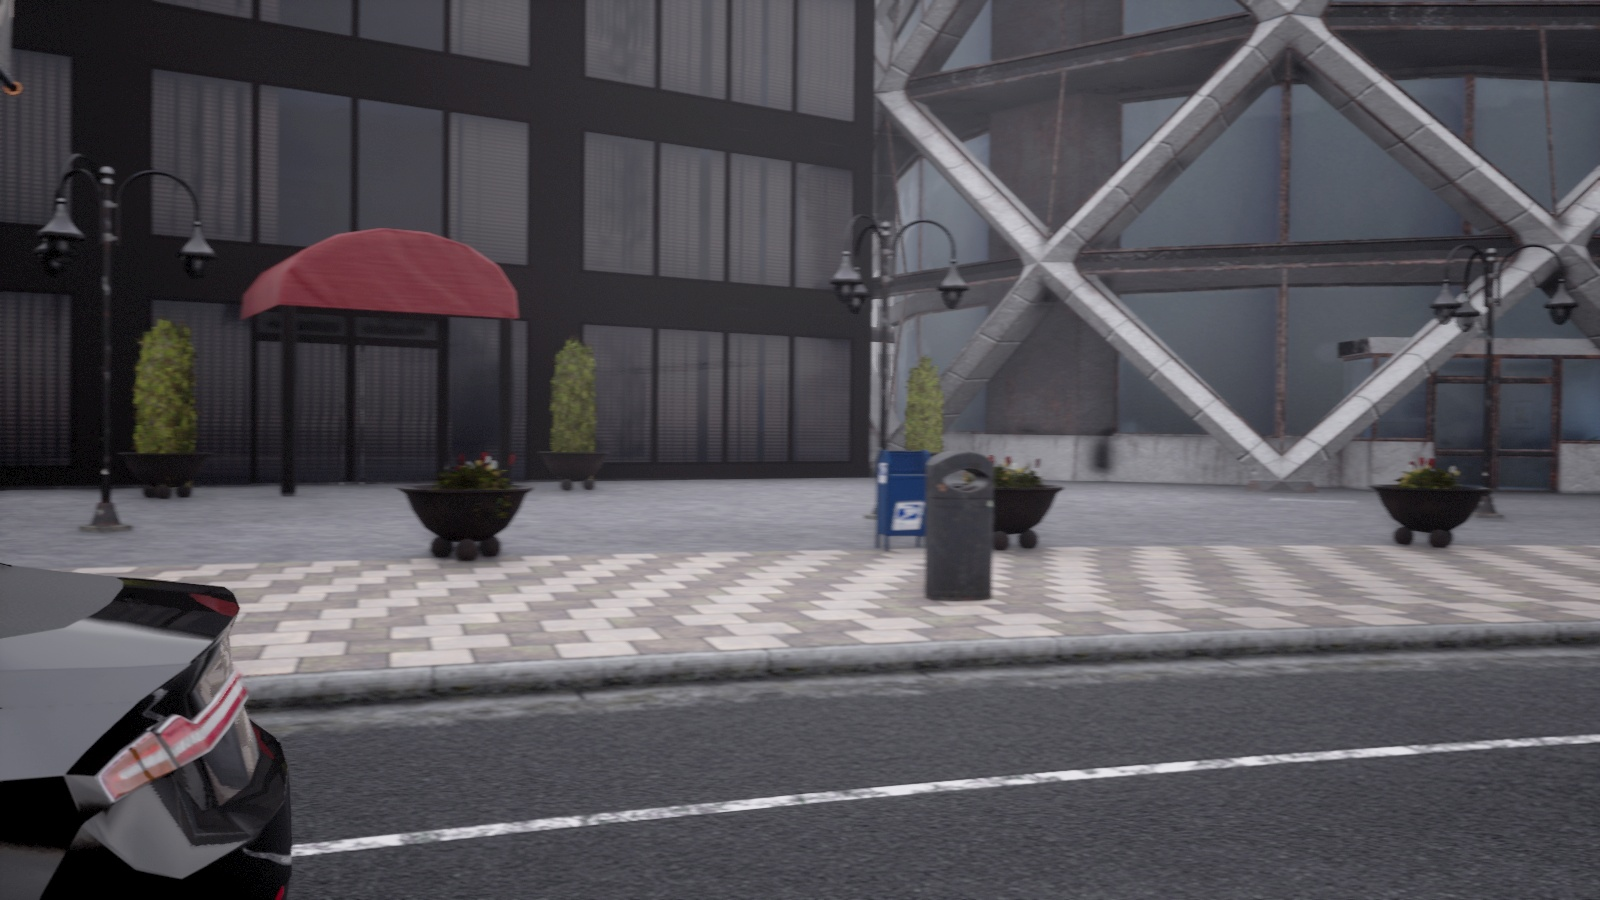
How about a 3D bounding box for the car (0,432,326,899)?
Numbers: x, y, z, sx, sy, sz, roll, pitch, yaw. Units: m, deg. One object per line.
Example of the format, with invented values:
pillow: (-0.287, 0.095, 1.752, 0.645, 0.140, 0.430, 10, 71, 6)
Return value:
car: (-3.369, 0.757, 1.859, 4.902, 1.511, 2.128, -1, 1, -23)
